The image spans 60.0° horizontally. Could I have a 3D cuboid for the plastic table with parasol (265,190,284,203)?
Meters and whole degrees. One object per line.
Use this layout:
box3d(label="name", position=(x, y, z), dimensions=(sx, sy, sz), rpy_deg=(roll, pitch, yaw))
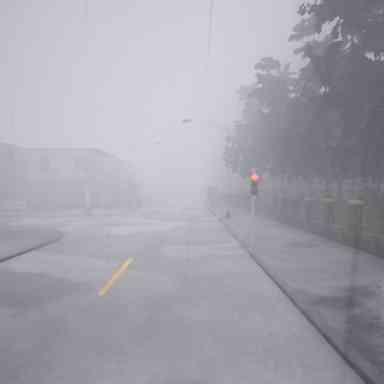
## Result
box3d(label="plastic table with parasol", position=(15.336, 0.789, 61.897), dimensions=(2.482, 2.480, 2.482), rpy_deg=(-1, 1, -40))
